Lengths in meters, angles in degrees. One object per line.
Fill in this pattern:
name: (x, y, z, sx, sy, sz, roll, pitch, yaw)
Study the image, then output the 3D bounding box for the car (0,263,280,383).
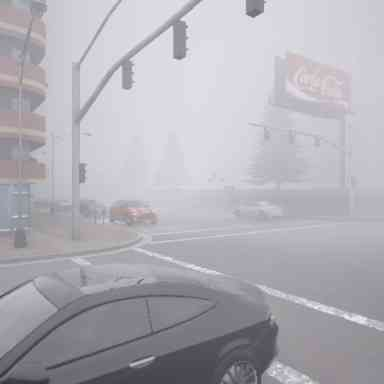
car: (-1.120, 1.526, 3.197, 4.674, 1.442, 1.812, 0, 0, -36)

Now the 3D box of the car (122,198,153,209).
car: (-7.755, 1.547, 46.976, 2.033, 1.411, 5.357, 0, 0, -36)

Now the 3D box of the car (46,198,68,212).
car: (-15.278, 1.478, 39.136, 1.882, 1.535, 5.008, 0, 0, -36)

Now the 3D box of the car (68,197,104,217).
car: (-9.610, 1.491, 31.292, 2.128, 1.511, 4.902, 0, 0, -36)

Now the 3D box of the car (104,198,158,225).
car: (-4.274, 1.352, 23.925, 2.097, 1.767, 4.553, 0, 0, -36)

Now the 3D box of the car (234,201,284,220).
car: (5.629, 1.525, 28.340, 1.812, 1.442, 4.674, 0, 0, -36)

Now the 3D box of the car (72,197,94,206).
car: (-18.182, 1.547, 55.400, 2.033, 1.411, 5.357, 0, 0, -36)

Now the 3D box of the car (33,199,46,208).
car: (-21.215, 1.601, 47.397, 1.895, 1.301, 4.718, 0, 0, -35)
